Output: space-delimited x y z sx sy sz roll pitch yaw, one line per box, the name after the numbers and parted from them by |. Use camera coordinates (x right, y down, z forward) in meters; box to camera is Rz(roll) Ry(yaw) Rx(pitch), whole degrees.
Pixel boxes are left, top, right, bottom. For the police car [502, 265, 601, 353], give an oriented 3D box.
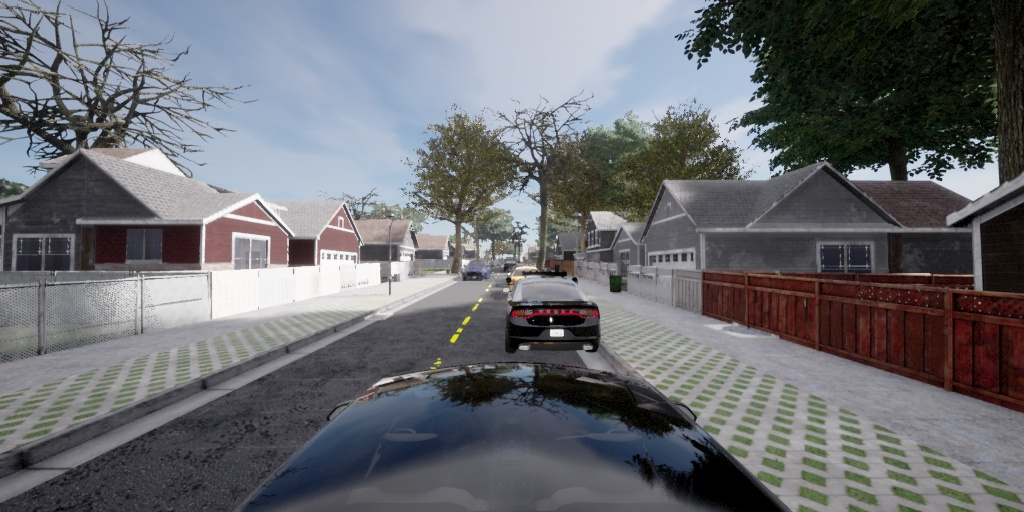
0.795 1.181 9.025 1.930 1.638 5.238 0 0 0 | police car

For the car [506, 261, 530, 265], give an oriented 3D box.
0.747 1.221 19.111 1.801 1.575 5.366 0 0 0 | car

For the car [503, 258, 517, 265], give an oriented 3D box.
-0.173 1.345 49.573 1.882 1.535 5.008 0 0 0 | car

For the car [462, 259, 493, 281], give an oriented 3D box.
-2.981 1.142 30.503 2.097 1.767 4.553 0 0 0 | car
